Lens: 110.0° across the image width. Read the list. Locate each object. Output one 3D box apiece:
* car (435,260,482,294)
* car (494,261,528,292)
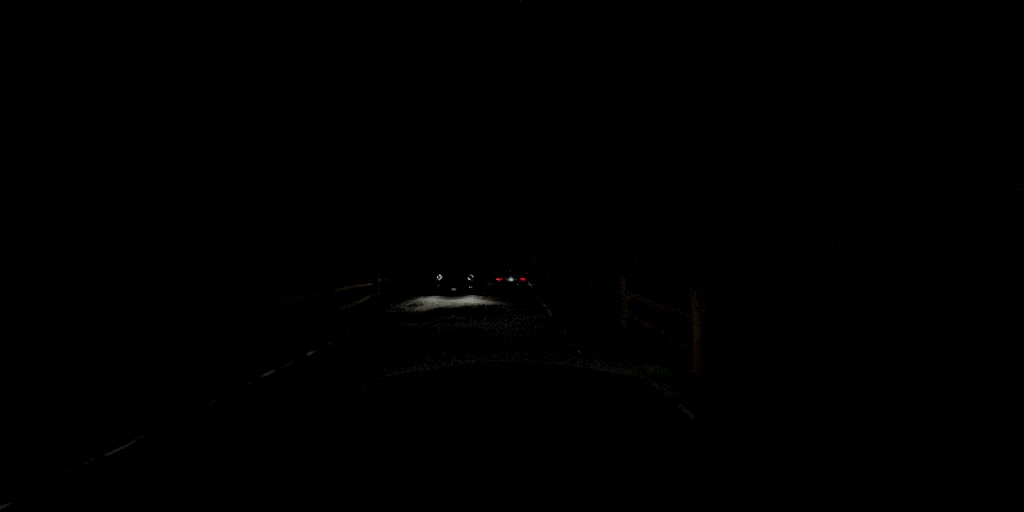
[{"bbox_3d":[-2.882,1.063,19.897,2.097,1.767,4.553,0,0,0],"label":"car"},{"bbox_3d":[-0.048,1.240,20.791,2.033,1.411,5.357,0,0,0],"label":"car"}]
